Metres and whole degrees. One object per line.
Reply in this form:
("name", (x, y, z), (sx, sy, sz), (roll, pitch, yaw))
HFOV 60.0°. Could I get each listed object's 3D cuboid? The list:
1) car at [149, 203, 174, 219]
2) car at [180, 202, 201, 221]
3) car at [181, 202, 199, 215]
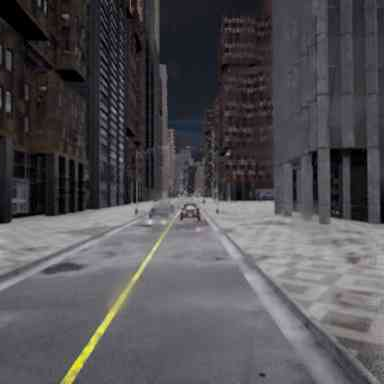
("car", (-3.205, 1.917, 33.793), (2.033, 1.411, 5.357), (0, -1, 0))
("car", (-0.153, 1.857, 31.073), (1.812, 1.442, 4.674), (0, -1, 0))
("car", (-0.239, 1.992, 41.595), (2.033, 1.411, 5.357), (0, -1, 0))
